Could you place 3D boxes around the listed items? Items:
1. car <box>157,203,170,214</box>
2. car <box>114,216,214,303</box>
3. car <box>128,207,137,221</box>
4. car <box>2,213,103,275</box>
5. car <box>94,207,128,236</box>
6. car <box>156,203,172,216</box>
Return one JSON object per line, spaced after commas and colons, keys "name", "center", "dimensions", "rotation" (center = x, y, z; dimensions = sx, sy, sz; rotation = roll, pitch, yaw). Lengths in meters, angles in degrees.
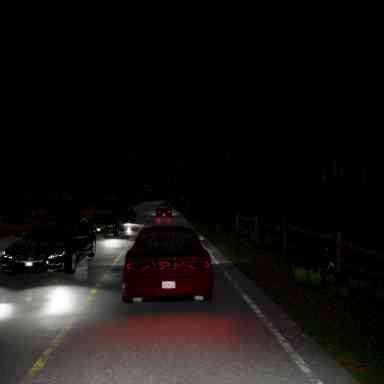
{"name": "car", "center": [-4.220, 2.367, 49.496], "dimensions": [1.837, 1.490, 4.892], "rotation": [0, -1, -5]}
{"name": "car", "center": [-0.648, 1.612, 8.626], "dimensions": [1.882, 1.535, 5.008], "rotation": [0, -1, -5]}
{"name": "car", "center": [-6.156, 2.085, 30.442], "dimensions": [1.994, 1.385, 4.181], "rotation": [0, -1, -5]}
{"name": "car", "center": [-4.481, 1.681, 11.135], "dimensions": [1.837, 1.490, 4.892], "rotation": [0, -1, -5]}
{"name": "car", "center": [-5.303, 1.849, 20.562], "dimensions": [1.837, 1.490, 4.892], "rotation": [0, -1, -5]}
{"name": "car", "center": [-3.352, 2.286, 39.561], "dimensions": [1.895, 1.301, 4.718], "rotation": [0, -1, -5]}
